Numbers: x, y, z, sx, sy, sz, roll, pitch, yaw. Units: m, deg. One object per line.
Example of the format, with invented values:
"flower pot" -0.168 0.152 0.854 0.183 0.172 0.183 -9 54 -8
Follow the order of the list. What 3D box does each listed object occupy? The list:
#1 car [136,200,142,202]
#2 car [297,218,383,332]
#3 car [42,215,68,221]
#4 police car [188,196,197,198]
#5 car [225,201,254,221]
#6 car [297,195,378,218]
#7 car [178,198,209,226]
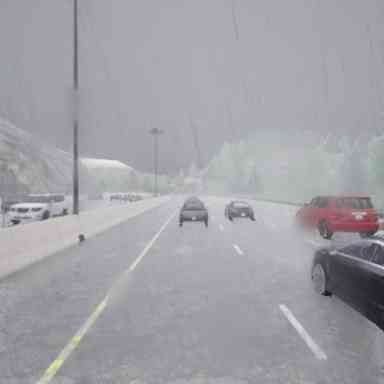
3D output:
"car" -10.500 1.214 62.373 2.128 1.511 4.902 0 0 1
"car" 3.604 1.466 5.602 2.128 1.511 4.902 0 0 0
"car" -10.588 1.118 23.522 2.150 2.045 5.566 0 0 0
"police car" 0.119 1.318 41.580 2.038 1.542 4.974 0 0 0
"car" 3.612 1.410 25.688 1.812 1.442 4.674 0 0 0
"car" 7.119 1.145 16.811 2.150 2.045 5.566 0 0 0
"car" 0.110 1.390 22.550 2.128 1.511 4.902 0 0 0
